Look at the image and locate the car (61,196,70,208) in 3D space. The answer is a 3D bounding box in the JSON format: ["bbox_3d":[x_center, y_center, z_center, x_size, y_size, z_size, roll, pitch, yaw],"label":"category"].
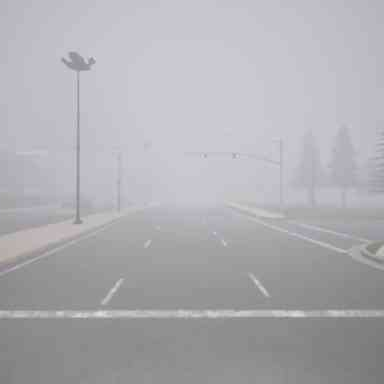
[{"bbox_3d":[-19.254,1.664,53.946,2.150,2.045,5.566,0,1,1],"label":"car"}]

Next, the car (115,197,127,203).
[{"bbox_3d":[-18.947,2.024,88.861,1.882,1.535,5.008,0,0,1],"label":"car"}]

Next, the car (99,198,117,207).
[{"bbox_3d":[-15.707,1.904,61.394,1.812,1.442,4.674,0,0,1],"label":"car"}]

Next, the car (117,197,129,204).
[{"bbox_3d":[-15.559,1.933,75.171,1.882,1.535,5.008,0,0,1],"label":"car"}]

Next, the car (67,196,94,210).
[{"bbox_3d":[-15.864,1.792,48.673,2.128,1.511,4.902,0,0,1],"label":"car"}]
